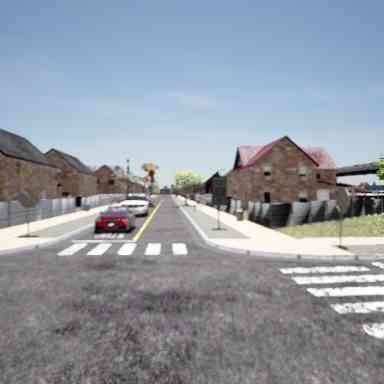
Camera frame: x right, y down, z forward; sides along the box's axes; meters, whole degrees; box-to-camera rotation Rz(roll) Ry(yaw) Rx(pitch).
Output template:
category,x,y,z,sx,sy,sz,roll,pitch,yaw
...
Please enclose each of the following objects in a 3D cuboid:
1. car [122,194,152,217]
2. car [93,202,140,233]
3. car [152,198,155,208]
category,x,y,z,sx,sy,sz,roll,pitch,yaw
car,-5.268,1.194,31.326,2.150,2.045,5.566,1,0,-4
car,-4.420,1.535,19.560,1.994,1.385,4.181,1,0,-4
car,-6.463,1.464,48.402,2.128,1.511,4.902,1,0,-4
